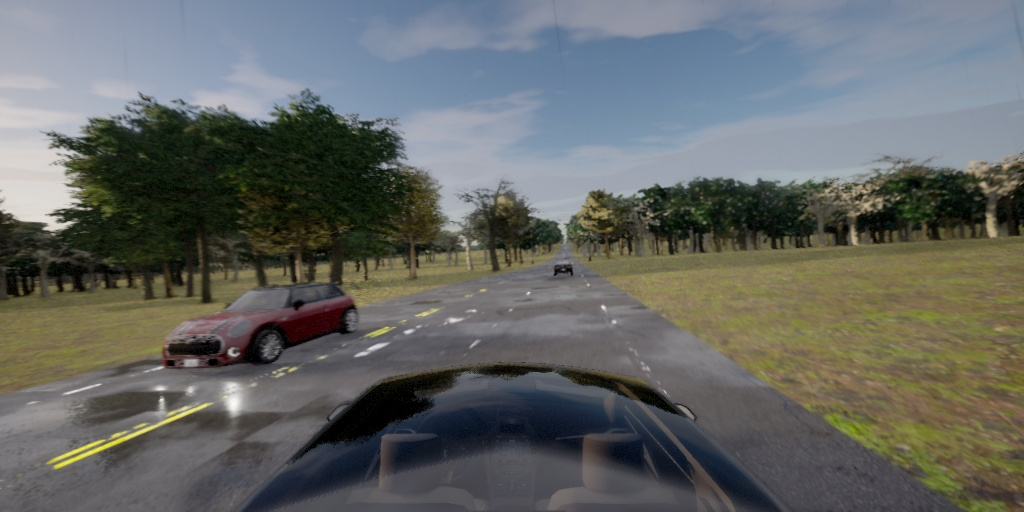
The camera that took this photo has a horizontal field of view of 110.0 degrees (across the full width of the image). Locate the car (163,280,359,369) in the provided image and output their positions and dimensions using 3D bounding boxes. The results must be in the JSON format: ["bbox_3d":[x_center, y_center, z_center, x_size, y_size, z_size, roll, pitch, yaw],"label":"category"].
[{"bbox_3d":[-6.120,1.547,9.406,2.097,1.767,4.553,-4,-1,9],"label":"car"}]

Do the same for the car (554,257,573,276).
[{"bbox_3d":[5.498,1.185,38.202,1.882,1.535,5.008,-4,0,9],"label":"car"}]
